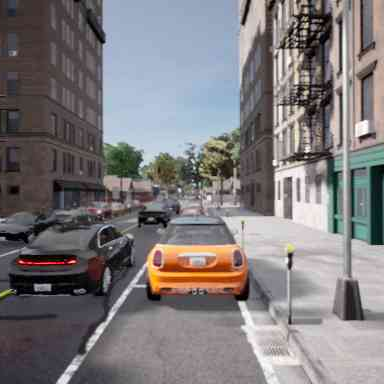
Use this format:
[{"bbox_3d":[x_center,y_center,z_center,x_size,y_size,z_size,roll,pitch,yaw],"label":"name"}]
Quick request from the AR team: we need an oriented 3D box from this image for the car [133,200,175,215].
[{"bbox_3d":[-2.482,1.547,23.044,1.882,1.535,5.008,0,0,1],"label":"car"}]

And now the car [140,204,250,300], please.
[{"bbox_3d":[0.147,1.371,8.583,2.097,1.767,4.553,0,0,1],"label":"car"}]

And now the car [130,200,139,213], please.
[{"bbox_3d":[-7.691,1.586,38.534,1.967,1.590,4.097,0,0,1],"label":"car"}]

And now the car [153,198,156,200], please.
[{"bbox_3d":[-4.887,1.653,47.899,2.128,1.511,4.902,0,0,1],"label":"car"}]

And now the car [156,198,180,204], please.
[{"bbox_3d":[-2.342,1.459,36.384,2.097,1.767,4.553,0,0,1],"label":"car"}]

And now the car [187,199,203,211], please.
[{"bbox_3d":[0.432,1.680,43.909,1.947,1.339,4.313,0,0,1],"label":"car"}]

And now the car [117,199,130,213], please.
[{"bbox_3d":[-7.793,1.655,32.846,1.752,1.417,4.829,0,0,1],"label":"car"}]

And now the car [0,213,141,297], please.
[{"bbox_3d":[-2.740,1.541,8.633,1.837,1.490,4.892,0,0,1],"label":"car"}]

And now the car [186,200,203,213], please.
[{"bbox_3d":[0.333,1.680,38.392,1.802,1.307,4.206,0,0,1],"label":"car"}]

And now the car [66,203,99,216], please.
[{"bbox_3d":[-7.987,1.650,21.980,2.008,1.369,4.403,0,0,1],"label":"car"}]

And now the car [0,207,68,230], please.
[{"bbox_3d":[-8.086,1.652,16.463,1.947,1.339,4.313,0,0,1],"label":"car"}]

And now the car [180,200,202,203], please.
[{"bbox_3d":[0.138,1.592,27.527,1.752,1.417,4.829,0,0,1],"label":"car"}]

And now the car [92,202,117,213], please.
[{"bbox_3d":[-7.889,1.555,27.498,1.967,1.590,4.097,0,0,1],"label":"car"}]

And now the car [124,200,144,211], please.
[{"bbox_3d":[-7.591,1.744,44.052,1.802,1.307,4.206,0,0,1],"label":"car"}]

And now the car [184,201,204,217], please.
[{"bbox_3d":[0.234,1.626,32.875,1.887,1.381,4.507,0,0,1],"label":"car"}]
